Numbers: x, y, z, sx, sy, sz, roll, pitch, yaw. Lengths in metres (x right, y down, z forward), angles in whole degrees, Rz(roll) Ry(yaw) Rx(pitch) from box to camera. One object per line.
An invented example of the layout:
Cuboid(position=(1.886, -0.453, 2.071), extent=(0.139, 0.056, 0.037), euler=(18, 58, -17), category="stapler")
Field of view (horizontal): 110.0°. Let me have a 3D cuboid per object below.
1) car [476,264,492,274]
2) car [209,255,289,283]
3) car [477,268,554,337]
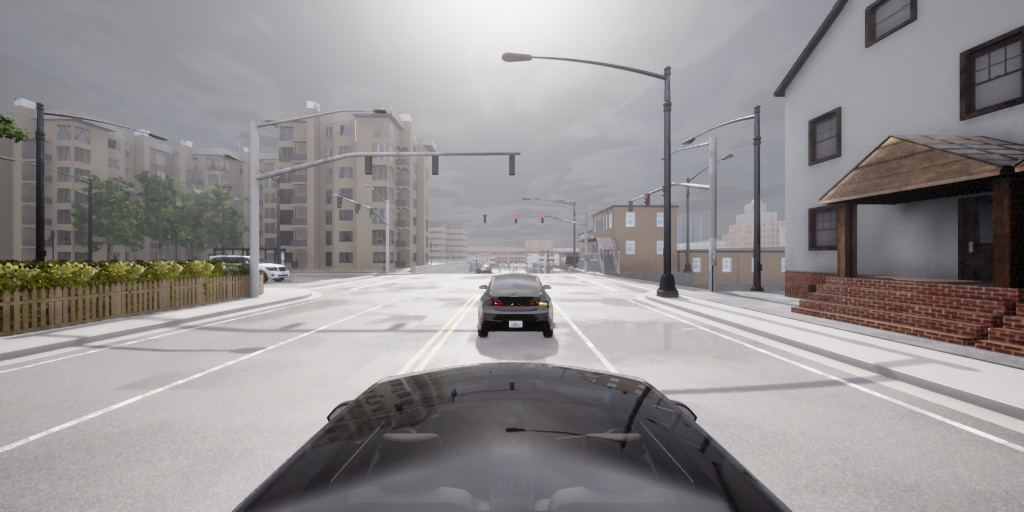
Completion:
Cuboid(position=(-3.600, 1.755, 47.134), extent=(2.128, 1.511, 4.902), euler=(0, -5, 0), category="car")
Cuboid(position=(-19.946, 0.971, 27.017), extent=(5.566, 2.045, 2.150), euler=(0, 0, 1), category="car")
Cuboid(position=(0.095, 1.255, 10.319), extent=(1.837, 1.490, 4.892), euler=(0, 0, 0), category="car")
